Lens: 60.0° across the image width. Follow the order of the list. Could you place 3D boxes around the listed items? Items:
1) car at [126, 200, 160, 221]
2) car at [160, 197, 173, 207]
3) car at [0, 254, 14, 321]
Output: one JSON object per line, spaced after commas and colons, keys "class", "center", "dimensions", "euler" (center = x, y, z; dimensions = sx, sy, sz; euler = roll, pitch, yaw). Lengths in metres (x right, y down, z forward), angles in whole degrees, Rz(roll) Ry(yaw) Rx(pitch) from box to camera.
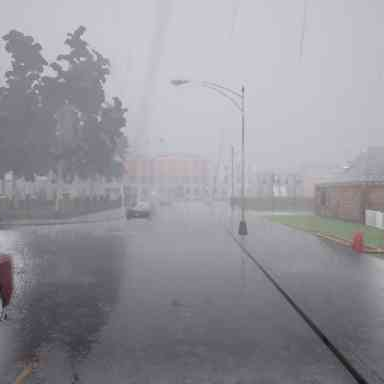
{"class": "car", "center": [-4.068, 1.475, 27.463], "dimensions": [1.882, 1.535, 5.008], "euler": [0, 0, 1]}
{"class": "car", "center": [-3.948, 1.542, 50.976], "dimensions": [2.033, 1.411, 5.357], "euler": [0, 0, 1]}
{"class": "car", "center": [-4.092, 1.477, 3.827], "dimensions": [1.882, 1.535, 5.008], "euler": [0, 0, 0]}
